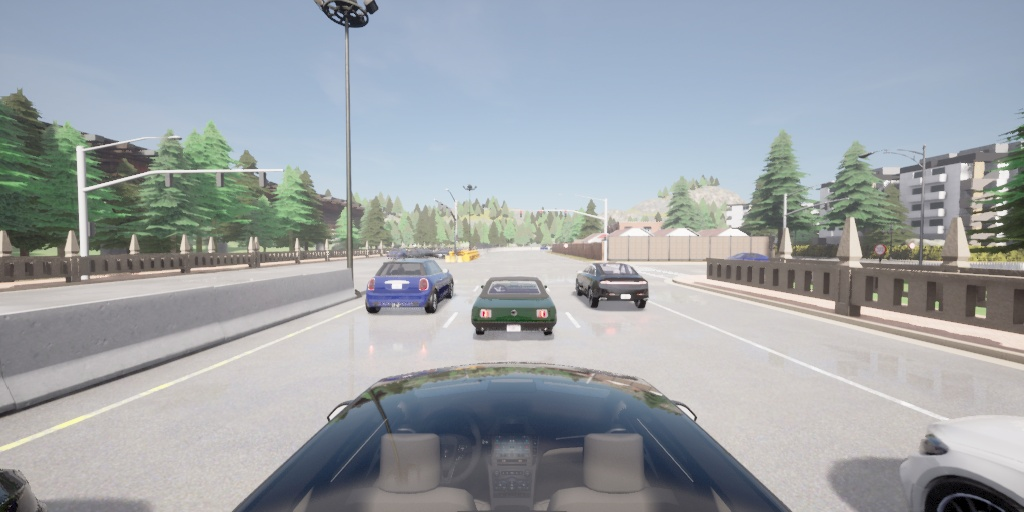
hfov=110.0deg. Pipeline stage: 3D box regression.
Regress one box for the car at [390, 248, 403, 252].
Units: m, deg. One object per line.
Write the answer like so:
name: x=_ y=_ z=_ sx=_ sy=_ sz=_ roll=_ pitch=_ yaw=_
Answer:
car: x=-17.631 y=-0.431 z=55.476 sx=2.097 sy=1.767 sz=4.553 roll=0 pitch=2 yaw=0

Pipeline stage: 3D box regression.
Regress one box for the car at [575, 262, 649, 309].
car: x=3.603 y=0.985 z=13.586 sx=2.128 sy=1.511 sz=4.902 roll=0 pitch=2 yaw=1

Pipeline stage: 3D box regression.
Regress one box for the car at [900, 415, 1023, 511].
car: x=3.593 y=1.277 z=0.476 sx=1.812 sy=1.442 sz=4.674 roll=0 pitch=-1 yaw=0

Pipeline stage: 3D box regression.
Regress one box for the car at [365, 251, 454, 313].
car: x=-3.432 y=0.863 z=12.855 sx=2.097 sy=1.767 sz=4.553 roll=0 pitch=2 yaw=0

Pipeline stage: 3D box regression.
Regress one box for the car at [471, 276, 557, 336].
car: x=0.057 y=1.199 z=9.922 sx=1.895 sy=1.301 sz=4.718 roll=0 pitch=2 yaw=0

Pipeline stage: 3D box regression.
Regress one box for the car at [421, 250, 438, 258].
car: x=-14.022 y=-0.360 z=61.348 sx=1.895 sy=1.301 sz=4.718 roll=0 pitch=2 yaw=-2

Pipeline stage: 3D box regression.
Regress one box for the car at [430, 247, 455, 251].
car: x=-10.636 y=-0.293 z=55.560 sx=2.128 sy=1.511 sz=4.902 roll=0 pitch=2 yaw=0

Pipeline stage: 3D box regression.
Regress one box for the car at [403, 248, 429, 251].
car: x=-14.150 y=-0.213 z=52.999 sx=1.837 sy=1.490 sz=4.892 roll=0 pitch=3 yaw=0

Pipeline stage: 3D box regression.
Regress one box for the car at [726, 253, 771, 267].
car: x=21.856 y=0.408 z=33.697 sx=4.674 sy=1.442 sz=1.812 roll=0 pitch=2 yaw=2
